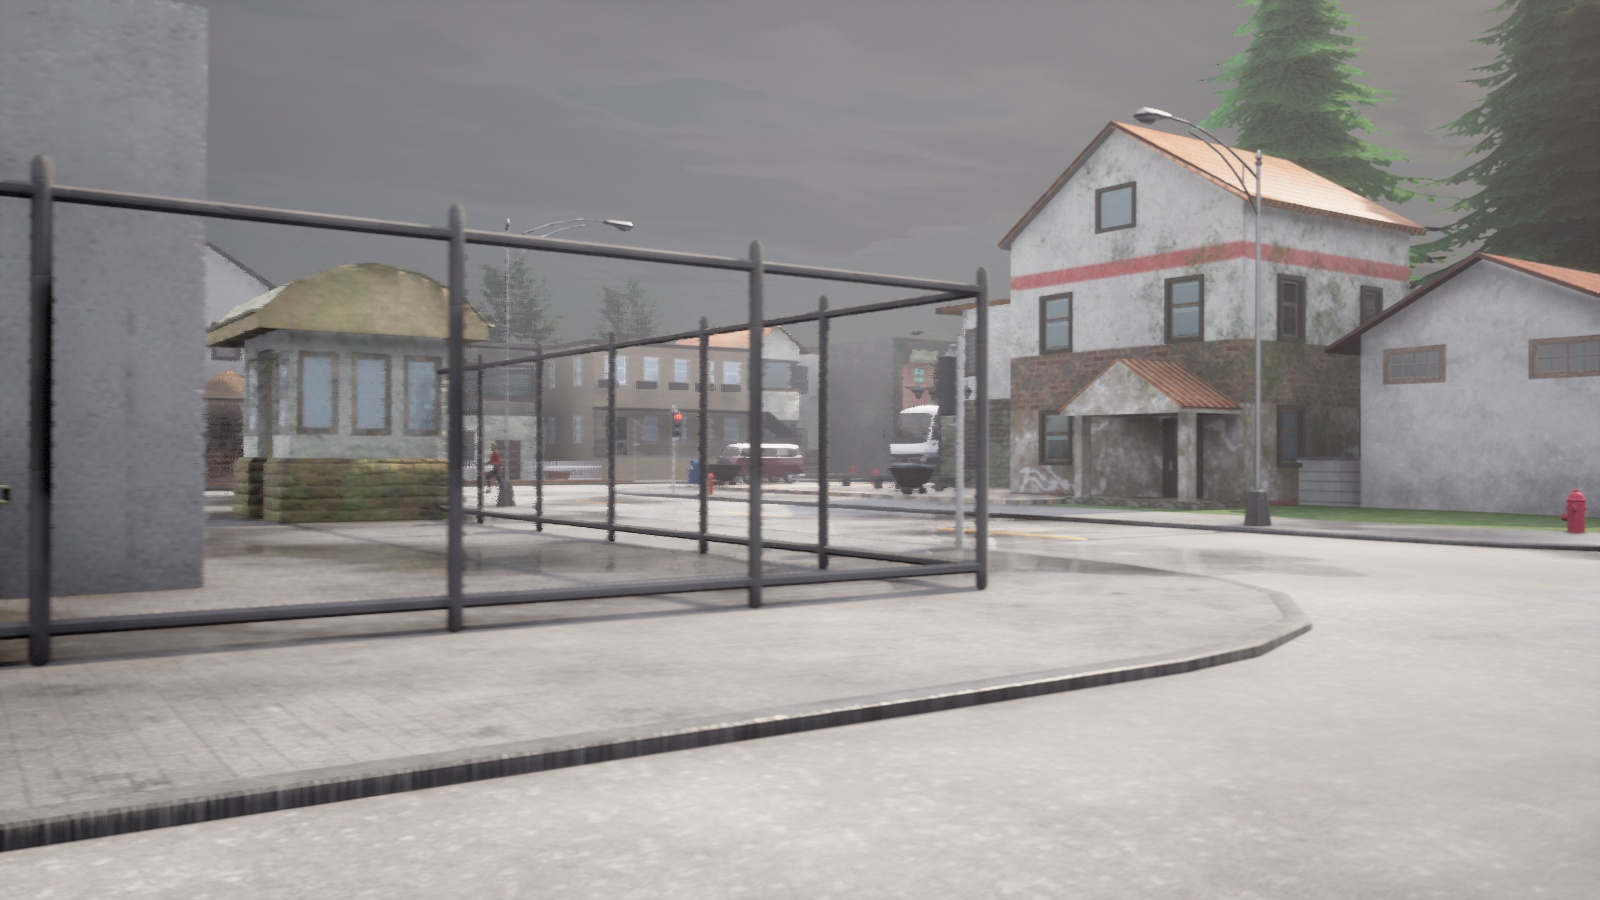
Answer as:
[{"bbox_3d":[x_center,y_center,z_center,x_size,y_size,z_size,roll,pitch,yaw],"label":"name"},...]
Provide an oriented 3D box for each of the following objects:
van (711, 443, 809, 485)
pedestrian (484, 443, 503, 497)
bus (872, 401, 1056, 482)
[{"bbox_3d":[-1.984,0.685,62.881,4.480,2.038,2.069,1,-1,-35],"label":"van"},{"bbox_3d":[-10.469,0.687,42.884,0.636,1.846,0.331,0,0,-16],"label":"pedestrian"},{"bbox_3d":[9.342,-0.400,70.716,10.273,4.253,3.944,1,-1,-35],"label":"bus"}]
